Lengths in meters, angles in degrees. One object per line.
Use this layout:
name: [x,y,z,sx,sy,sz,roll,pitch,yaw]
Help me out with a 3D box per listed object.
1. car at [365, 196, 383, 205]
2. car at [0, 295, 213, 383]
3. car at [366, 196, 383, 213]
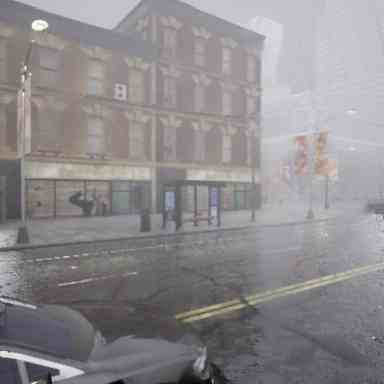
car: [33.567,1.503,59.457,2.002,1.452,4.674,0,0,-16]
car: [-2.039,1.492,2.291,4.902,1.511,2.128,0,0,-36]
car: [20.871,1.537,36.874,2.033,1.411,5.357,0,0,13]
